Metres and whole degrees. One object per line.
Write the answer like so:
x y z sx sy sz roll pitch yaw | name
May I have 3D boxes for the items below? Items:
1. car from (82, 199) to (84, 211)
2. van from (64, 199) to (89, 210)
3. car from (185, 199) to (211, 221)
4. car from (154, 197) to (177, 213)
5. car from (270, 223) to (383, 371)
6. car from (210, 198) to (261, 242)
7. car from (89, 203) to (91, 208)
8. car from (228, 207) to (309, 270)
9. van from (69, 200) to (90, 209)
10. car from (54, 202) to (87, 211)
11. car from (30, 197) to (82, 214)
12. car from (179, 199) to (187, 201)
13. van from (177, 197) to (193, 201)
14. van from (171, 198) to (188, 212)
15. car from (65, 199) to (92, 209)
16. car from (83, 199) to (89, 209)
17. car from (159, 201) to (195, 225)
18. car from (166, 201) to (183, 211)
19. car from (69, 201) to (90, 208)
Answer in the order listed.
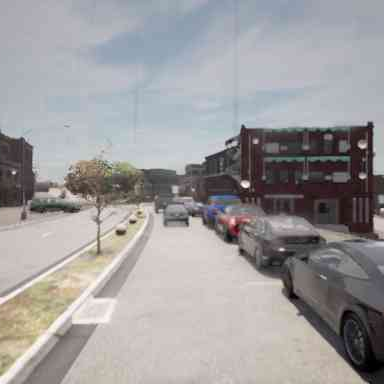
-18.174 2.132 46.882 4.792 1.488 2.163 0 -2 -11 | car
-22.760 2.465 65.561 4.442 1.987 1.878 0 -2 -15 | van
0.748 1.721 33.148 2.002 1.452 4.674 0 -1 -7 | car
-3.687 1.643 42.872 2.150 2.045 5.566 0 -1 -9 | car
2.935 1.514 5.536 2.002 1.452 4.674 0 0 -1 | car
2.408 1.366 16.580 2.185 1.767 4.553 0 0 -3 | car
-21.250 2.573 60.307 4.674 1.452 2.002 0 -2 -14 | car
2.739 1.475 10.954 2.231 1.521 4.892 0 0 -2 | car
-25.610 2.750 75.977 4.442 1.987 1.878 0 -1 -17 | van
-19.986 2.397 54.999 4.792 1.488 2.163 0 -2 -13 | car
-17.173 1.692 41.519 5.566 2.045 2.435 0 -1 -9 | car
-0.026 1.829 38.635 2.002 1.452 4.674 0 -1 -8 | car
-0.902 1.696 44.243 1.878 1.987 4.442 0 -1 -9 | van
-1.895 1.849 49.690 1.878 1.987 4.442 0 -2 -10 | van
-24.934 2.657 73.314 5.566 2.045 2.435 0 -1 -17 | car
-19.348 2.283 52.344 4.892 1.521 2.231 0 -2 -12 | car
-1.272 1.636 24.975 2.033 1.411 5.357 0 -1 -6 | car
-2.969 2.270 55.033 2.163 1.488 4.792 0 -2 -11 | car
-26.564 2.918 78.564 4.553 1.767 2.185 0 -1 -17 | car
